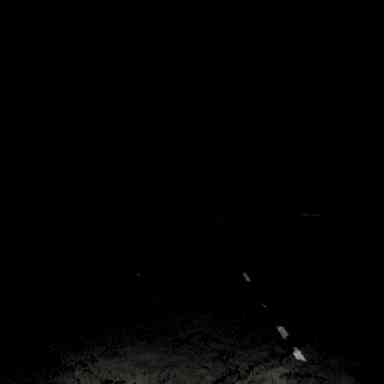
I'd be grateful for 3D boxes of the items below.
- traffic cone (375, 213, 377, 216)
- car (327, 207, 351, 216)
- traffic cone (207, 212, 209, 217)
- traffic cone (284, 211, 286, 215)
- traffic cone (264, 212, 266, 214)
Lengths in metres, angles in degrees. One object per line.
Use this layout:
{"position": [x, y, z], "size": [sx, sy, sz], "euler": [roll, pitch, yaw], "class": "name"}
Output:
{"position": [39.793, 4.940, 72.580], "size": [0.340, 0.580, 0.340], "euler": [-1, -4, 38], "class": "traffic cone"}
{"position": [26.699, 3.528, 60.329], "size": [4.902, 1.511, 2.128], "euler": [3, -3, -27], "class": "car"}
{"position": [2.001, 2.760, 40.484], "size": [0.340, 0.580, 0.340], "euler": [-1, -2, 29], "class": "traffic cone"}
{"position": [15.664, 3.521, 56.400], "size": [0.340, 0.580, 0.340], "euler": [3, -3, -37], "class": "traffic cone"}
{"position": [11.641, 3.285, 52.980], "size": [0.340, 0.580, 0.340], "euler": [3, -3, -43], "class": "traffic cone"}
